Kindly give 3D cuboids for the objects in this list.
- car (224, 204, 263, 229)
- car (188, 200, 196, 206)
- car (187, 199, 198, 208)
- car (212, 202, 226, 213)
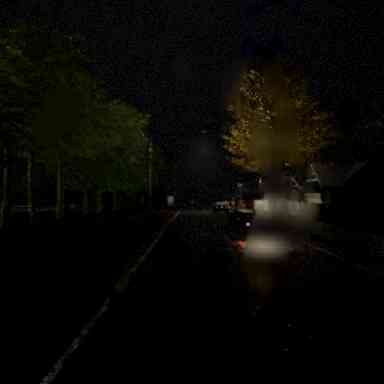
[{"bbox_3d":[3.567,1.781,23.315,1.895,1.301,4.718,0,0,0],"label":"car"},{"bbox_3d":[0.028,2.560,76.861,1.812,1.442,4.674,0,-2,0],"label":"car"},{"bbox_3d":[0.042,2.153,62.983,2.097,1.767,4.553,0,-2,0],"label":"car"},{"bbox_3d":[3.610,1.922,42.413,2.033,1.411,5.357,0,-1,0],"label":"car"}]
